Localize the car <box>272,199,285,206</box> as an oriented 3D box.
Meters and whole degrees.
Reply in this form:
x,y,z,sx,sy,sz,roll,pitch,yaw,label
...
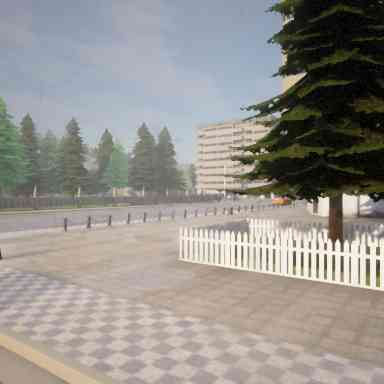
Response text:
x,y,z,sx,sy,sz,roll,pitch,yaw,label
15.370,1.352,56.721,2.097,1.767,4.553,0,0,36,car
